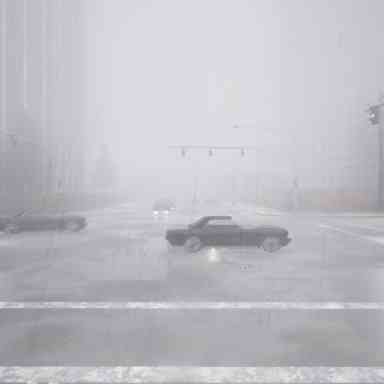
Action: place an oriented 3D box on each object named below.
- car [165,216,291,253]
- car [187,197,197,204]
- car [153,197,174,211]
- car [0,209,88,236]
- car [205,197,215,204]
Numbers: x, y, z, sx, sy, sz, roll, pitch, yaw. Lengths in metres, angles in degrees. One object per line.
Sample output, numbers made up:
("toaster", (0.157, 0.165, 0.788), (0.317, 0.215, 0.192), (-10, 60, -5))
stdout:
("car", (1.370, 1.601, 13.071), (4.718, 1.301, 1.895), (0, 0, -1))
("car", (0.019, 1.564, 64.973), (1.994, 1.385, 4.181), (0, 0, 0))
("car", (-3.587, 1.564, 40.774), (1.994, 1.385, 4.181), (0, 0, 0))
("car", (-8.165, 1.601, 18.180), (4.718, 1.301, 1.895), (0, 0, -19))
("car", (3.519, 1.601, 65.002), (1.895, 1.301, 4.718), (0, 0, 0))
